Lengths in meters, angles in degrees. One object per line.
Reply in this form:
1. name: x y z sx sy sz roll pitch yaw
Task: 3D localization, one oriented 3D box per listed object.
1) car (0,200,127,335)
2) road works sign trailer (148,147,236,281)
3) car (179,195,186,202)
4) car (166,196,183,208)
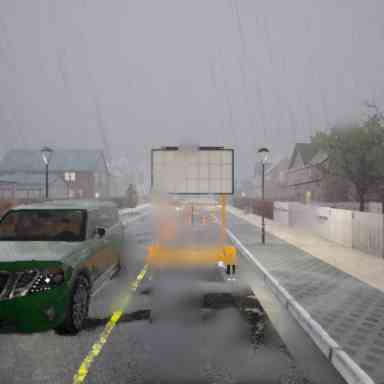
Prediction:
1. car: -2.846 1.226 7.079 2.150 2.045 5.566 0 0 0
2. road works sign trailer: 0.016 0.471 9.851 2.380 3.560 2.880 0 0 0
3. car: -2.725 1.653 85.282 2.097 1.767 4.553 0 0 0
4. car: -2.829 1.673 50.553 1.994 1.385 4.181 0 0 0
